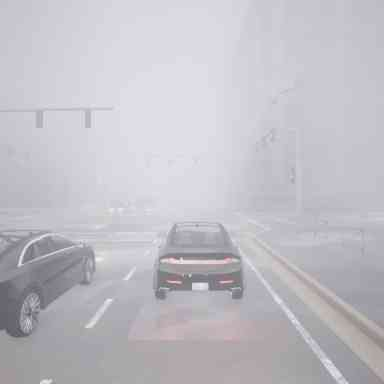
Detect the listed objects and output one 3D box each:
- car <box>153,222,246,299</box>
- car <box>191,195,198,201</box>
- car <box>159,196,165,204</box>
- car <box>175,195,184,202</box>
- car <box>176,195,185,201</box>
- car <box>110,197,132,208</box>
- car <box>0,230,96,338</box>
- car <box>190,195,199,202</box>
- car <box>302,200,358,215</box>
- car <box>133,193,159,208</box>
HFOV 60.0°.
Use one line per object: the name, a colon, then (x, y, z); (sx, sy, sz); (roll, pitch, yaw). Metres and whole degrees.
car: (0.136, 1.492, 8.426); (2.128, 1.511, 4.902); (0, 0, 0)
car: (0.611, 1.461, 85.379); (1.882, 1.535, 5.008); (0, 0, 0)
car: (-6.648, 1.491, 59.606); (2.128, 1.511, 4.902); (0, 0, 1)
car: (-2.959, 1.497, 75.701); (1.837, 1.490, 4.892); (0, 0, 0)
car: (-2.889, 1.523, 85.404); (2.033, 1.411, 5.357); (0, 0, 0)
car: (-10.262, 1.564, 47.074); (1.994, 1.385, 4.181); (0, 0, 0)
car: (-3.398, 1.492, 6.607); (2.128, 1.511, 4.902); (0, 0, 1)
car: (0.546, 1.593, 76.334); (1.895, 1.301, 4.718); (0, 0, 0)
car: (13.447, 1.492, 32.892); (5.357, 1.411, 2.033); (0, 0, 0)
car: (-6.735, 1.221, 49.393); (2.150, 2.045, 5.566); (0, 0, 2)
